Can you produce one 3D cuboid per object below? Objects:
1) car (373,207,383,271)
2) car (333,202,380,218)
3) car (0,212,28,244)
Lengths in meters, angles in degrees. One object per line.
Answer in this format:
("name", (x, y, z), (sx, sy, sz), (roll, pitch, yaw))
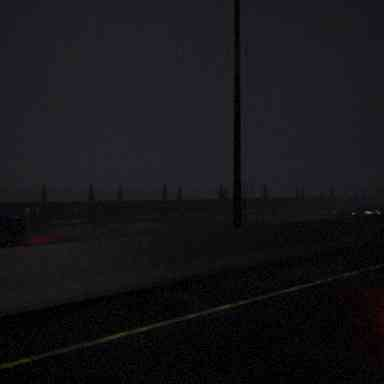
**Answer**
("car", (7.048, 1.340, 8.775), (4.553, 1.767, 2.097), (0, 0, -36))
("car", (13.618, 1.518, 26.821), (5.357, 1.411, 2.033), (0, 0, -37))
("car", (-9.809, 1.477, 14.192), (5.008, 1.535, 1.882), (0, 0, -36))
